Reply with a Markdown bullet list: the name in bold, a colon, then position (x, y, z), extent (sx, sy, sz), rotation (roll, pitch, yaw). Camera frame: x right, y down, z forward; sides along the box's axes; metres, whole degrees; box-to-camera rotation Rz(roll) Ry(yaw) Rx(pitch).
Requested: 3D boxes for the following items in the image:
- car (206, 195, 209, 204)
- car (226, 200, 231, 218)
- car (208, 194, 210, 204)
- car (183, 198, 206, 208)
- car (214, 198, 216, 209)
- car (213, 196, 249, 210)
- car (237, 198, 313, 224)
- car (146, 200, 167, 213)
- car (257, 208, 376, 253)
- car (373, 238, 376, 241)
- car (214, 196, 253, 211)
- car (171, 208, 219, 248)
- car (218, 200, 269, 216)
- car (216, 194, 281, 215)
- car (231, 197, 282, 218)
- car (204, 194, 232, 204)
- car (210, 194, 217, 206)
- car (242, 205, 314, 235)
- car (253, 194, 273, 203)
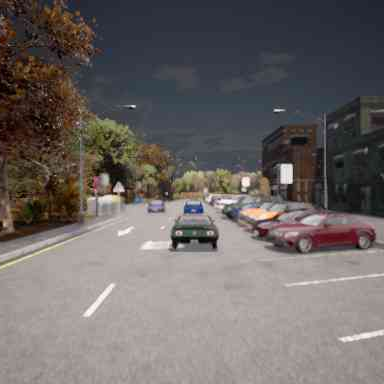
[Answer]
- **car**: position (5.482, 1.697, 55.615), extent (5.008, 1.535, 2.097), rotation (1, -1, -20)
- **car**: position (5.358, 1.591, 25.586), extent (4.674, 1.452, 2.002), rotation (1, -1, -20)
- **car**: position (5.514, 1.555, 52.613), extent (4.553, 1.767, 2.185), rotation (1, 0, -20)
- **car**: position (0.156, 1.572, 33.230), extent (1.882, 1.535, 5.008), rotation (0, 0, 0)
- **car**: position (5.215, 1.568, 31.522), extent (5.366, 1.575, 1.946), rotation (1, 0, -20)
- **car**: position (5.426, 1.520, 46.596), extent (4.553, 1.767, 2.185), rotation (1, -1, -20)
- **car**: position (5.370, 1.407, 19.588), extent (4.553, 1.767, 2.185), rotation (1, 0, -20)
- **car**: position (-3.993, 1.642, 38.090), extent (1.812, 1.442, 4.674), rotation (0, 0, 0)
- **car**: position (5.321, 1.556, 13.576), extent (4.674, 1.452, 2.002), rotation (1, 0, -20)
- **car**: position (5.313, 1.497, 4.576), extent (4.892, 1.521, 2.231), rotation (1, 0, -20)
- **car**: position (5.414, 1.503, 43.595), extent (4.553, 1.767, 2.185), rotation (1, -1, -20)
- **car**: position (0.110, 1.634, 15.043), extent (1.895, 1.301, 4.718), rotation (0, 0, 0)
- **car**: position (5.375, 1.616, 34.579), extent (4.792, 1.488, 2.163), rotation (1, 0, -20)
- **car**: position (5.365, 1.311, 28.565), extent (5.566, 2.045, 2.435), rotation (1, 0, -20)
- **car**: position (5.382, 1.416, 22.590), extent (4.553, 1.767, 2.185), rotation (1, 0, -20)
- **car**: position (5.530, 1.536, 70.653), extent (5.566, 2.045, 2.435), rotation (1, -1, -20)
- **car**: position (5.395, 1.348, 37.581), extent (5.566, 2.045, 2.435), rotation (1, 0, -20)
- **car**: position (5.300, 1.552, 16.568), extent (4.792, 1.488, 2.163), rotation (1, 0, -20)
- **car**: position (18.525, 1.641, 86.622), extent (2.435, 2.045, 5.566), rotation (0, 0, -21)
